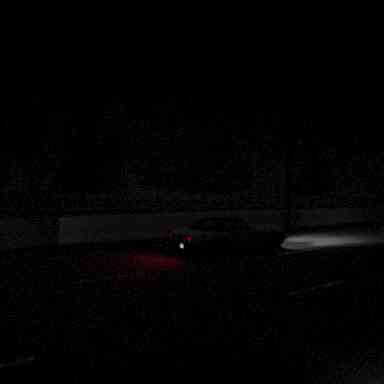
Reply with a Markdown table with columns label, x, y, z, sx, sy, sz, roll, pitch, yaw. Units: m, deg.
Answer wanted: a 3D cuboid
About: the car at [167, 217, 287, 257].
| label | x | y | z | sx | sy | sz | roll | pitch | yaw |
| --- | --- | --- | --- | --- | --- | --- | --- | --- | --- |
| car | 1.496 | 1.646 | 13.058 | 4.718 | 1.301 | 1.895 | 0 | 0 | -33 |
